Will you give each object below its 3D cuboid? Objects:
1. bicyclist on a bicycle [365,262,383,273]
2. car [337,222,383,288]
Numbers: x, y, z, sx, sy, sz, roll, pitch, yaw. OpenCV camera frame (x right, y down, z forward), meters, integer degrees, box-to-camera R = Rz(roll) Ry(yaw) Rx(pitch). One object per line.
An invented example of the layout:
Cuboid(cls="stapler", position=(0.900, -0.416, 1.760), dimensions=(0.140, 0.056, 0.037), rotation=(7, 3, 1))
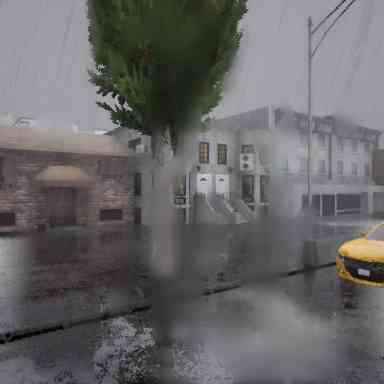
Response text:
Cuboid(cls="bicyclist on a bicycle", position=(4.212, 1.663, 6.227), dimensions=(1.656, 0.582, 1.620), rotation=(24, -8, 17))
Cuboid(cls="car", position=(5.836, 1.478, 8.847), dimensions=(5.008, 1.535, 1.882), rotation=(-1, 1, -36))
